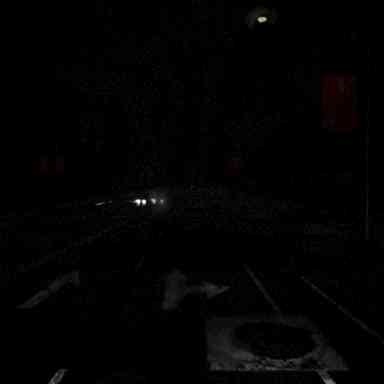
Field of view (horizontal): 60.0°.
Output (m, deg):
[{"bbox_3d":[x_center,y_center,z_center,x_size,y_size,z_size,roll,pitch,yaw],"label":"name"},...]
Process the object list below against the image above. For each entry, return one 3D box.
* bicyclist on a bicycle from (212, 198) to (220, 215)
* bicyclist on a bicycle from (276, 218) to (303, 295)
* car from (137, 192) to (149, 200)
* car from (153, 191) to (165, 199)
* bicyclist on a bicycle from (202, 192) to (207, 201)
[{"bbox_3d":[2.235,1.325,30.521,0.866,1.612,1.509,0,1,0],"label":"bicyclist on a bicycle"},{"bbox_3d":[2.257,1.445,7.742,0.582,1.620,1.656,0,0,0],"label":"bicyclist on a bicycle"},{"bbox_3d":[-9.780,0.728,66.674,2.128,1.511,4.902,0,1,0],"label":"car"},{"bbox_3d":[-6.530,0.600,66.702,2.097,1.767,4.553,0,1,0],"label":"car"},{"bbox_3d":[2.205,0.820,58.180,0.866,1.612,1.509,0,1,0],"label":"bicyclist on a bicycle"}]
